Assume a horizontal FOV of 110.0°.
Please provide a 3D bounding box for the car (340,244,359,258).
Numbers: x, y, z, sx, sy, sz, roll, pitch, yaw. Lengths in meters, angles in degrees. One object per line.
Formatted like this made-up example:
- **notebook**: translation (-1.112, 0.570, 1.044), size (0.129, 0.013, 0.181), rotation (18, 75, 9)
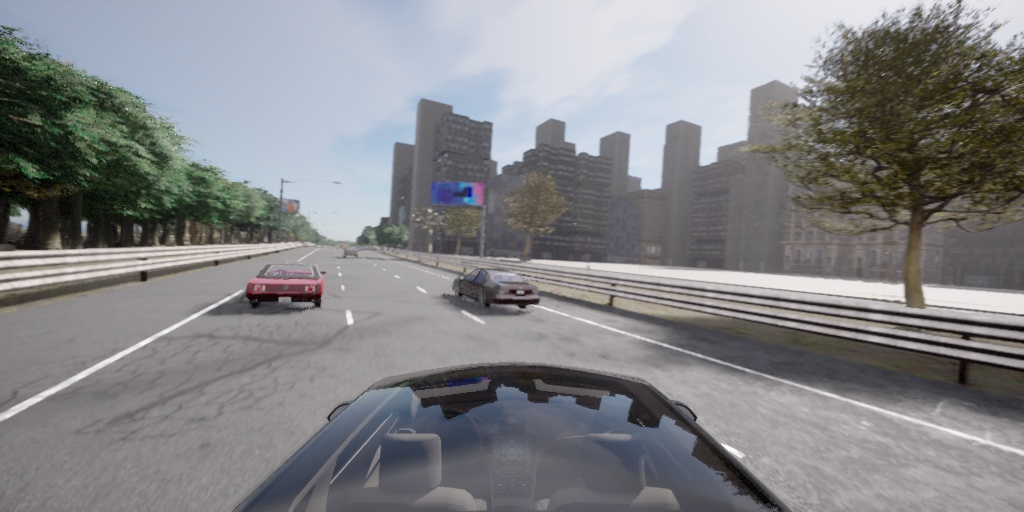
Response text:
- **car**: translation (-22.591, -0.557, 50.332), size (2.033, 1.411, 5.357), rotation (3, 1, -27)

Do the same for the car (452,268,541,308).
- **car**: translation (-0.831, 1.218, 14.669), size (2.033, 1.411, 5.357), rotation (3, 0, -27)

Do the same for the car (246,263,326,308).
- **car**: translation (-7.355, 0.872, 12.087), size (1.895, 1.301, 4.718), rotation (3, 0, -27)
